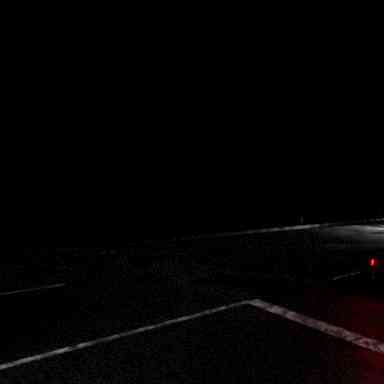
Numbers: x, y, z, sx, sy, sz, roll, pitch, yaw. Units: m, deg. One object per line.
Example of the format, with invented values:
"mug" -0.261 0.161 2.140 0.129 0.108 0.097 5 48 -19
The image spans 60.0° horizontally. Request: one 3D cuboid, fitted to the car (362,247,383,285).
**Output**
"car" 6.284 1.613 8.228 4.718 1.301 1.895 0 0 -35
